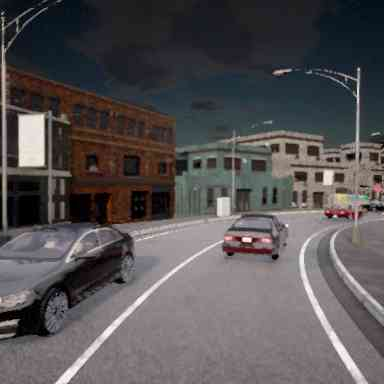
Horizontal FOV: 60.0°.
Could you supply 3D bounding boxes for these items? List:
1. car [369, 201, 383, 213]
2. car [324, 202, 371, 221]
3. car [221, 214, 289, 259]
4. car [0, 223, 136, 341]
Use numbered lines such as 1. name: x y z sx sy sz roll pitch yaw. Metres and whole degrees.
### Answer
1. car: 21.930 1.808 40.161 4.718 1.301 1.895 1 1 -34
2. car: 13.453 1.729 28.958 4.718 1.301 1.895 1 1 -43
3. car: 2.592 1.552 12.781 2.033 1.411 5.357 1 0 20
4. car: -2.696 1.450 6.782 2.128 1.511 4.902 0 0 11
